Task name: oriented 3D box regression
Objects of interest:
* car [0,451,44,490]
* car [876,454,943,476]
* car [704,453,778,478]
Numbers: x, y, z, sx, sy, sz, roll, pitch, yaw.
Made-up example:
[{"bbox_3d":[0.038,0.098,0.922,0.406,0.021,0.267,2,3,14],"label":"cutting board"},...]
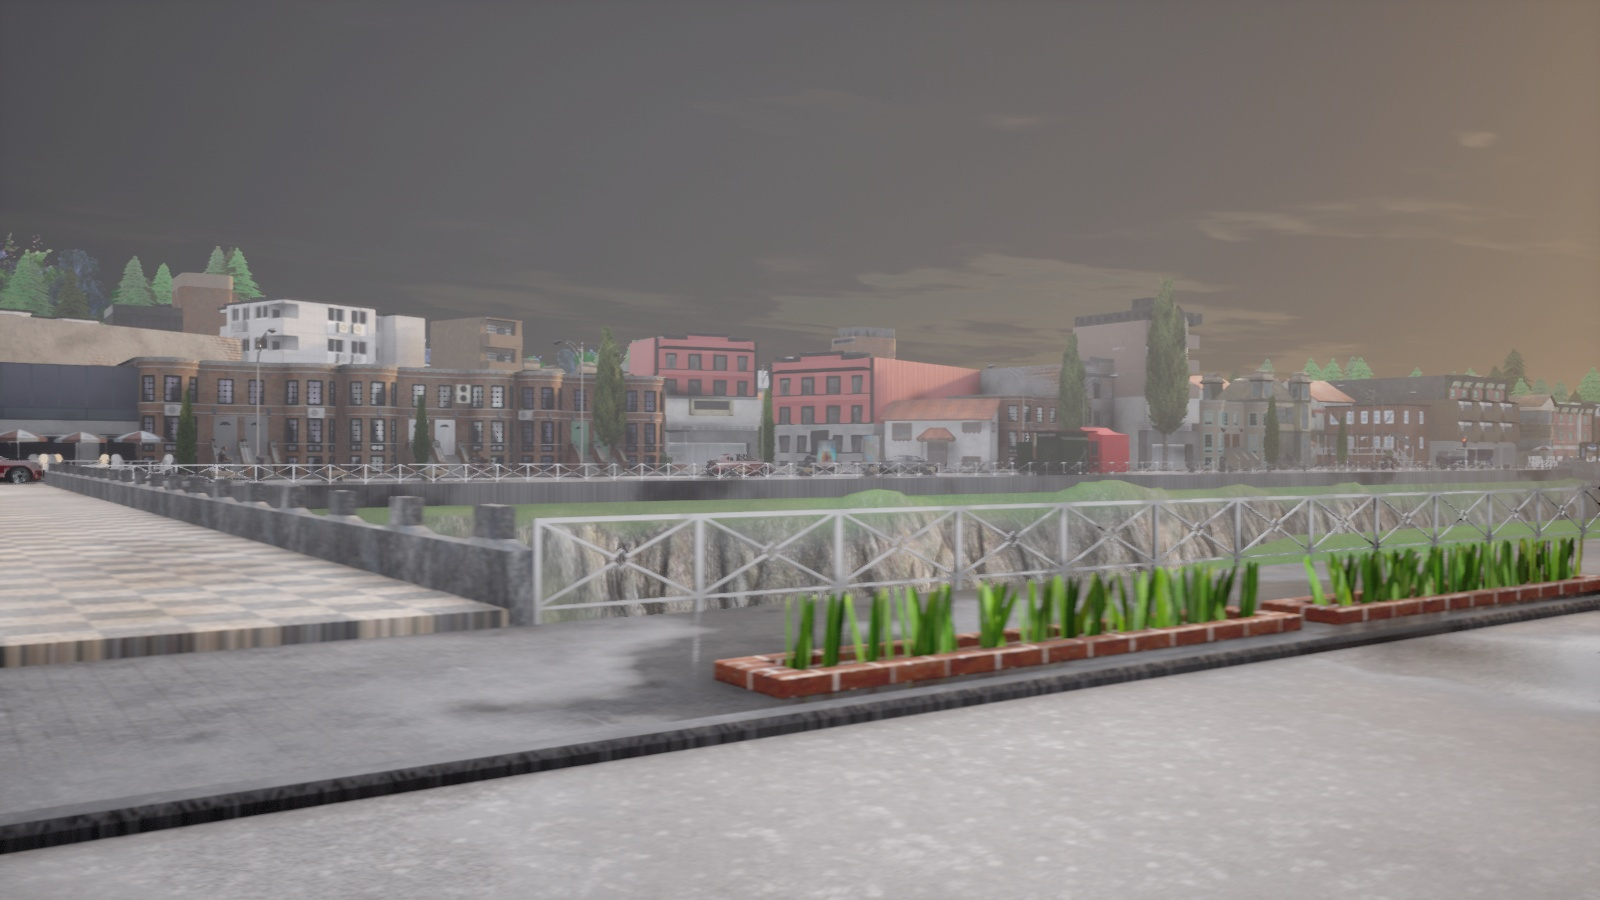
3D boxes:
[{"bbox_3d":[-35.730,0.884,54.551,4.856,1.649,2.033,0,0,-35],"label":"car"},{"bbox_3d":[7.353,1.000,84.556,4.181,1.385,1.994,0,0,-35],"label":"car"},{"bbox_3d":[-3.621,0.955,76.914,4.193,1.474,1.816,0,0,-35],"label":"car"}]
